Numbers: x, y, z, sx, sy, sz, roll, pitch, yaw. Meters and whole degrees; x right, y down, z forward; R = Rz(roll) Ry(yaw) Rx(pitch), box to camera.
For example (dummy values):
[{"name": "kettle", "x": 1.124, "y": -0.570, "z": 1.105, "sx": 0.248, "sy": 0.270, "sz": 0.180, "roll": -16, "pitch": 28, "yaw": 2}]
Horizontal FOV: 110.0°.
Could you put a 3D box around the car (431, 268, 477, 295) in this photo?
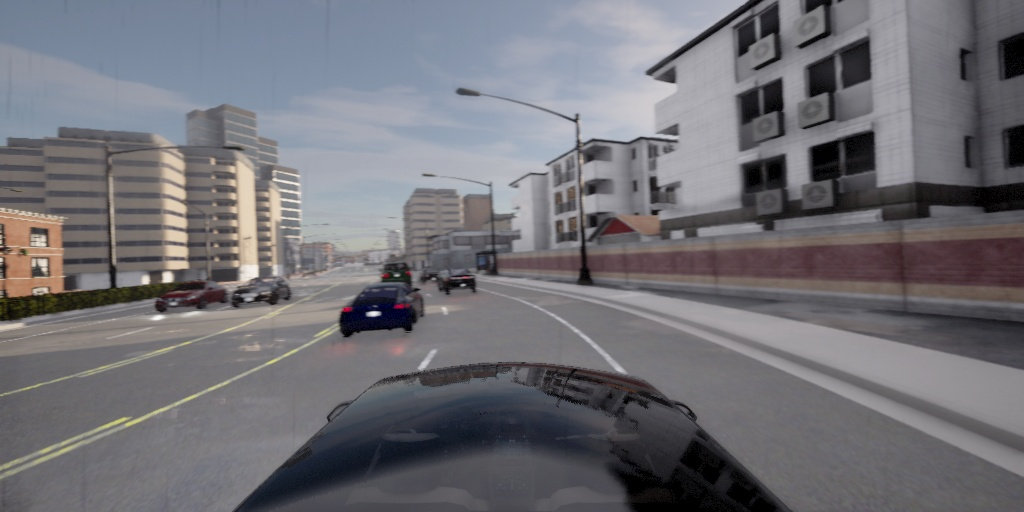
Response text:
[{"name": "car", "x": -3.539, "y": 1.502, "z": 22.583, "sx": 2.128, "sy": 1.511, "sz": 4.902, "roll": -2, "pitch": -1, "yaw": -19}]

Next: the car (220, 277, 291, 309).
[{"name": "car", "x": -13.967, "y": 1.957, "z": 20.231, "sx": 2.128, "sy": 1.511, "sz": 4.902, "roll": -2, "pitch": 0, "yaw": -19}]

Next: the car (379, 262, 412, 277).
[{"name": "car", "x": -8.880, "y": 1.496, "z": 27.432, "sx": 2.150, "sy": 2.045, "sz": 5.566, "roll": -2, "pitch": 0, "yaw": -19}]

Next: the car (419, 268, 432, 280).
[{"name": "car", "x": -8.060, "y": 1.880, "z": 35.488, "sx": 1.895, "sy": 1.301, "sz": 4.718, "roll": -2, "pitch": 0, "yaw": -20}]

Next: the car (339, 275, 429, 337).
[{"name": "car", "x": -3.991, "y": 1.540, "z": 11.543, "sx": 1.994, "sy": 1.385, "sz": 4.181, "roll": -2, "pitch": 0, "yaw": -9}]

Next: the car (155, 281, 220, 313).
[{"name": "car", "x": -17.562, "y": 2.150, "z": 19.952, "sx": 1.812, "sy": 1.442, "sz": 4.674, "roll": -2, "pitch": 0, "yaw": -20}]
